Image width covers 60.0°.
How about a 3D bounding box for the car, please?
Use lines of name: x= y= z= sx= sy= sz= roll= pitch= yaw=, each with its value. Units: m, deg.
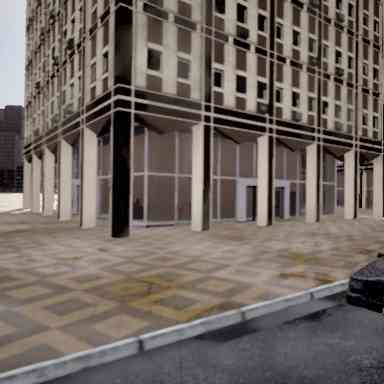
car: x=5.389 y=1.587 z=6.918 sx=5.357 sy=1.411 sz=2.033 roll=0 pitch=0 yaw=-36
